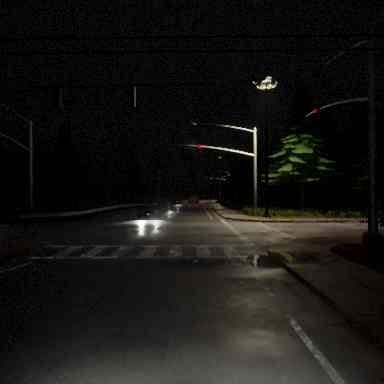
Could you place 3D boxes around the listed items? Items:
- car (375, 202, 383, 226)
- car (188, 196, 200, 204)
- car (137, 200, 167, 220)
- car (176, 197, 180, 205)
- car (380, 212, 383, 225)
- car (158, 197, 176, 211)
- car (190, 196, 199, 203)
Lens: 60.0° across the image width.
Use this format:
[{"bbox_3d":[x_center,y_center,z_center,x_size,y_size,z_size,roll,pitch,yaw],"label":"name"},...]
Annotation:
[{"bbox_3d":[15.142,1.479,22.020,5.008,1.535,1.882,0,0,1],"label":"car"},{"bbox_3d":[0.313,1.672,65.344,1.812,1.442,4.674,0,0,2],"label":"car"},{"bbox_3d":[-3.615,1.651,29.230,1.994,1.385,4.181,0,0,0],"label":"car"},{"bbox_3d":[-3.355,1.666,62.991,1.837,1.490,4.892,0,-1,2],"label":"car"},{"bbox_3d":[13.110,1.495,18.314,4.902,1.511,2.128,0,0,1],"label":"car"},{"bbox_3d":[-3.604,1.473,43.039,2.097,1.767,4.553,0,-1,1],"label":"car"},{"bbox_3d":[0.632,1.609,75.652,1.837,1.490,4.892,0,0,2],"label":"car"}]
